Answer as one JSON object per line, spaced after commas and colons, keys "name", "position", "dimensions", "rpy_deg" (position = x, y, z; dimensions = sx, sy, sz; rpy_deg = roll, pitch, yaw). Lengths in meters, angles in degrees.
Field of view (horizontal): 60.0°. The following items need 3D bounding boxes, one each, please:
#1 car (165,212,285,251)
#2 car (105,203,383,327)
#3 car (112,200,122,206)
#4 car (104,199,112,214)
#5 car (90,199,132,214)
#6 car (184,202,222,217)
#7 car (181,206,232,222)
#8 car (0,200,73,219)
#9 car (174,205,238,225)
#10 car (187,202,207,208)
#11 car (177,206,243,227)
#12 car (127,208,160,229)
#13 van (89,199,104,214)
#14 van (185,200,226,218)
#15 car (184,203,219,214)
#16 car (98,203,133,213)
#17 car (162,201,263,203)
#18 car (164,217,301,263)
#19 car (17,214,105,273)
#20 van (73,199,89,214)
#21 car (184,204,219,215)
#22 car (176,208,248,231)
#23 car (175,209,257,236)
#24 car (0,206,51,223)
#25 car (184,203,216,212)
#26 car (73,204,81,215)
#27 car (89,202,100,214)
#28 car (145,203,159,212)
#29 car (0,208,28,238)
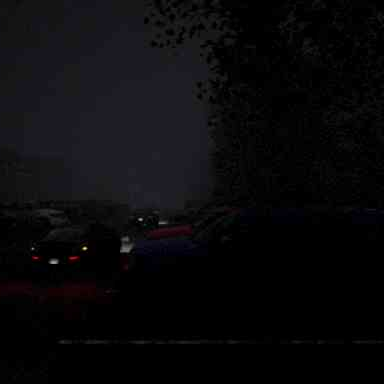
{"name": "car", "position": [1.376, 1.721, 15.003], "dimensions": [5.008, 1.535, 2.097], "rpy_deg": [0, -1, 0]}
{"name": "car", "position": [1.375, 1.336, 6.777], "dimensions": [5.566, 2.045, 2.435], "rpy_deg": [0, -1, 0]}
{"name": "car", "position": [-11.730, 1.923, 40.008], "dimensions": [5.566, 2.045, 2.435], "rpy_deg": [0, -1, 0]}
{"name": "car", "position": [-11.785, 1.993, 37.205], "dimensions": [4.553, 1.767, 2.185], "rpy_deg": [0, -1, 0]}
{"name": "car", "position": [-11.739, 2.104, 48.416], "dimensions": [5.566, 2.045, 2.435], "rpy_deg": [0, -1, 0]}
{"name": "car", "position": [1.290, 2.059, 40.064], "dimensions": [4.553, 1.767, 2.185], "rpy_deg": [0, -1, 0]}
{"name": "car", "position": [1.335, 2.066, 31.710], "dimensions": [4.674, 1.452, 2.002], "rpy_deg": [0, -1, 0]}
{"name": "car", "position": [-11.692, 1.606, 23.192], "dimensions": [5.566, 2.045, 2.435], "rpy_deg": [0, -1, 0]}
{"name": "car", "position": [1.158, 1.971, 28.926], "dimensions": [5.366, 1.575, 1.946], "rpy_deg": [0, -1, 0]}
{"name": "car", "position": [1.295, 3.390, 85.604], "dimensions": [5.008, 1.535, 2.097], "rpy_deg": [0, -2, 0]}
{"name": "car", "position": [1.345, 1.922, 26.141], "dimensions": [5.008, 1.535, 2.097], "rpy_deg": [0, -1, 0]}
{"name": "car", "position": [-3.729, 2.003, 26.126], "dimensions": [1.994, 1.385, 4.181], "rpy_deg": [0, -1, 0]}
{"name": "van", "position": [-11.864, 1.841, 34.403], "dimensions": [4.442, 1.987, 1.878], "rpy_deg": [0, -1, 0]}
{"name": "van", "position": [1.442, 1.904, 37.287], "dimensions": [4.442, 1.987, 1.878], "rpy_deg": [0, -1, 0]}
{"name": "car", "position": [1.317, 2.364, 48.415], "dimensions": [5.008, 1.535, 2.097], "rpy_deg": [0, -1, 0]}
{"name": "car", "position": [-11.776, 2.424, 51.210], "dimensions": [4.892, 1.521, 2.231], "rpy_deg": [0, -1, 0]}
{"name": "car", "position": [1.367, 1.378, 9.439], "dimensions": [5.566, 2.045, 2.435], "rpy_deg": [0, -1, 0]}
{"name": "car", "position": [1.385, 1.716, 12.342], "dimensions": [4.674, 1.452, 2.002], "rpy_deg": [0, -1, 0]}
{"name": "car", "position": [-3.690, 1.699, 11.181], "dimensions": [1.812, 1.442, 4.674], "rpy_deg": [0, -1, 0]}
{"name": "van", "position": [-11.619, 1.736, 28.798], "dimensions": [4.442, 1.987, 1.878], "rpy_deg": [0, -1, 0]}
{"name": "car", "position": [1.317, 2.342, 45.628], "dimensions": [4.674, 1.452, 2.002], "rpy_deg": [0, -1, 0]}
{"name": "car", "position": [1.329, 1.900, 23.355], "dimensions": [4.792, 1.488, 2.163], "rpy_deg": [0, -1, 0]}
{"name": "car", "position": [1.395, 1.848, 20.571], "dimensions": [4.792, 1.488, 2.163], "rpy_deg": [0, -1, 0]}
{"name": "car", "position": [-11.718, 1.806, 20.380], "dimensions": [4.892, 1.521, 2.231], "rpy_deg": [0, -1, 0]}
{"name": "car", "position": [1.303, 2.502, 53.982], "dimensions": [5.008, 1.535, 2.097], "rpy_deg": [0, -2, 0]}
{"name": "car", "position": [-11.734, 1.909, 25.990], "dimensions": [5.008, 1.535, 2.097], "rpy_deg": [0, -1, 0]}
{"name": "car", "position": [-11.748, 2.015, 31.595], "dimensions": [4.892, 1.521, 2.231], "rpy_deg": [0, -1, 0]}
{"name": "car", "position": [-7.033, 2.671, 59.171], "dimensions": [1.837, 1.490, 4.892], "rpy_deg": [0, -2, 0]}
{"name": "car", "position": [-11.735, 1.784, 17.582], "dimensions": [4.792, 1.488, 2.163], "rpy_deg": [0, -1, 0]}
